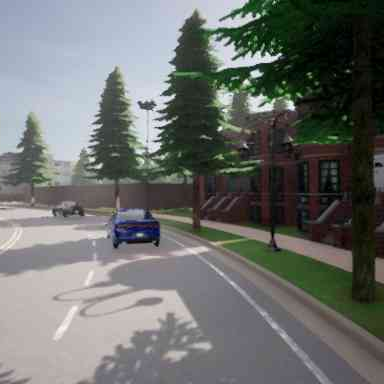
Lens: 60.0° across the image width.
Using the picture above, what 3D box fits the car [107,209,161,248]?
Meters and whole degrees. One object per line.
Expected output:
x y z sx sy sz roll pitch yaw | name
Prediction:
-2.734 1.482 14.974 1.882 1.535 5.008 0 0 -18 | car

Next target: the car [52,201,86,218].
-11.520 1.577 30.886 1.812 1.442 4.674 0 0 -39 | car
